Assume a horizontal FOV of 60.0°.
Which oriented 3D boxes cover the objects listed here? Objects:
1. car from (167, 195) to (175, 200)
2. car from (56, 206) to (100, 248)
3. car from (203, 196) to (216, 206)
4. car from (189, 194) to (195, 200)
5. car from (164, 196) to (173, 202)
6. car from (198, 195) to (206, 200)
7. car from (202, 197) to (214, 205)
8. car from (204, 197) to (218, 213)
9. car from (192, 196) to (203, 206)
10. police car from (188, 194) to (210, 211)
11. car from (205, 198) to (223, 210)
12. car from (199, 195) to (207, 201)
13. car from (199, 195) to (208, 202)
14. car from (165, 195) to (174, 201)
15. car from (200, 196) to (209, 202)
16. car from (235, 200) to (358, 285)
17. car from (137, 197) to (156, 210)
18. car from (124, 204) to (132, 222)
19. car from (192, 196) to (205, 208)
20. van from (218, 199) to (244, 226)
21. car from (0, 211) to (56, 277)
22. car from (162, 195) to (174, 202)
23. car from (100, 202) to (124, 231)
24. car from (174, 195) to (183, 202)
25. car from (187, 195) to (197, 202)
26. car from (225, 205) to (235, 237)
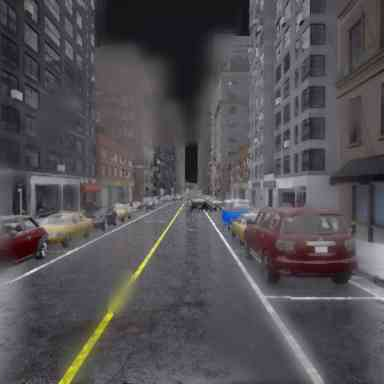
[{"bbox_3d":[-5.773,1.564,92.037,1.887,1.381,4.507,-1,0,0],"label":"car"},{"bbox_3d":[-5.772,1.514,14.794,1.752,1.417,4.829,-1,0,0],"label":"car"},{"bbox_3d":[2.751,1.431,53.501,1.967,1.590,4.097,-1,0,0],"label":"car"},{"bbox_3d":[0.000,1.357,90.659,1.837,1.490,4.892,0,0,0],"label":"car"},{"bbox_3d":[-5.772,1.575,81.026,1.947,1.339,4.313,-1,0,0],"label":"car"},{"bbox_3d":[2.752,1.564,92.037,1.887,1.381,4.507,-1,0,0],"label":"car"},{"bbox_3d":[2.753,1.538,59.006,1.887,1.381,4.507,-1,0,0],"label":"car"},{"bbox_3d":[2.753,1.536,36.985,2.008,1.369,4.403,-1,0,0],"label":"car"},{"bbox_3d":[0.900,1.471,56.088,1.882,1.535,5.008,0,0,0],"label":"car"},{"bbox_3d":[0.681,1.412,40.136,1.930,1.638,5.238,0,0,-5],"label":"police car"},{"bbox_3d":[2.753,1.531,42.490,1.887,1.381,4.507,-1,0,0],"label":"car"},{"bbox_3d":[2.752,1.559,86.531,1.887,1.381,4.507,-1,0,0],"label":"car"},{"bbox_3d":[2.752,1.554,81.026,1.887,1.381,4.507,-1,0,0],"label":"car"},{"bbox_3d":[-5.773,1.565,86.531,2.008,1.369,4.403,-1,0,0],"label":"car"},{"bbox_3d":[2.753,1.570,75.521,1.947,1.339,4.313,-1,0,0],"label":"car"},{"bbox_3d":[2.750,1.307,9.460,2.192,1.841,5.009,-1,0,0],"label":"car"},{"bbox_3d":[-5.773,1.427,42.490,1.967,1.590,4.097,-1,0,0],"label":"car"},{"bbox_3d":[-5.772,1.510,25.805,1.752,1.417,4.829,-1,0,0],"label":"car"},{"bbox_3d":[0.900,1.468,50.088,1.882,1.535,5.008,0,0,0],"label":"car"},{"bbox_3d":[2.751,1.328,20.469,1.690,1.788,3.998,-1,0,0],"label":"van"},{"bbox_3d":[-5.773,1.432,9.460,1.967,1.590,4.097,-1,0,0],"label":"car"},{"bbox_3d":[-5.774,1.444,75.521,1.967,1.590,4.097,-1,0,0],"label":"car"},{"bbox_3d":[-5.771,1.552,20.469,1.947,1.339,4.313,-1,0,0],"label":"car"},{"bbox_3d":[-3.000,1.440,76.733,1.882,1.535,5.008,0,0,0],"label":"car"},{"bbox_3d":[0.001,1.486,75.992,2.128,1.511,4.902,0,0,0],"label":"car"},{"bbox_3d":[2.753,1.514,15.135,1.752,1.417,4.829,-1,0,0],"label":"car"}]
